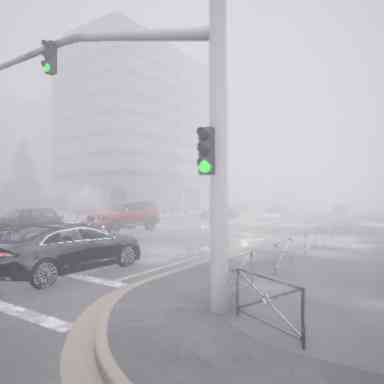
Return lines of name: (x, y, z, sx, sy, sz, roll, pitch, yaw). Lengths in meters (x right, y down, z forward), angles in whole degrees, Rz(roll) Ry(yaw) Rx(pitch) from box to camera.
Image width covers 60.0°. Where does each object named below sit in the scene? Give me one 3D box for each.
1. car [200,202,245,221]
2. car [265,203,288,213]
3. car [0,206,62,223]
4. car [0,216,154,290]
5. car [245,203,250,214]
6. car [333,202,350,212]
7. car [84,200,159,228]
car: (2.871, 2.037, 32.680, 2.033, 1.411, 5.357, -1, -1, 33)
car: (11.723, 2.249, 46.052, 1.895, 1.301, 4.718, -1, -1, 34)
car: (-9.950, 1.708, 19.498, 2.097, 1.767, 4.553, -1, -1, 33)
car: (-3.584, 1.686, 9.794, 2.128, 1.511, 4.902, -1, -1, 32)
car: (5.990, 2.150, 43.769, 1.837, 1.490, 4.892, -1, -2, 34)
car: (21.984, 2.230, 48.908, 1.837, 1.490, 4.892, -1, -2, 33)
car: (-4.439, 1.579, 21.532, 2.150, 2.045, 5.566, -1, -1, 33)
